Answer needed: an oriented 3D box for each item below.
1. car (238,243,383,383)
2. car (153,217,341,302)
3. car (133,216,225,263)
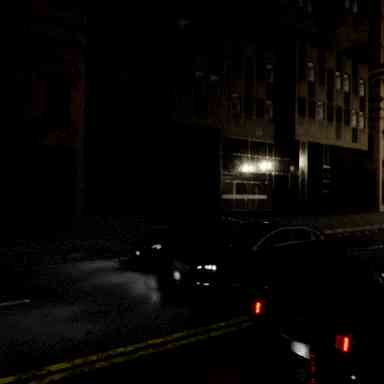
[{"bbox_3d":[3.192,1.628,5.216,4.718,1.301,1.895,0,0,-32],"label":"car"},{"bbox_3d":[1.760,1.527,8.393,4.902,1.511,2.128,0,0,-32],"label":"car"},{"bbox_3d":[0.330,1.569,11.331,4.674,1.442,1.812,0,0,-32],"label":"car"}]
